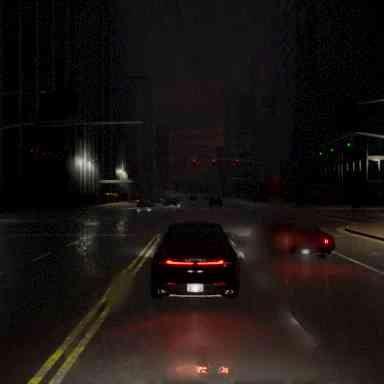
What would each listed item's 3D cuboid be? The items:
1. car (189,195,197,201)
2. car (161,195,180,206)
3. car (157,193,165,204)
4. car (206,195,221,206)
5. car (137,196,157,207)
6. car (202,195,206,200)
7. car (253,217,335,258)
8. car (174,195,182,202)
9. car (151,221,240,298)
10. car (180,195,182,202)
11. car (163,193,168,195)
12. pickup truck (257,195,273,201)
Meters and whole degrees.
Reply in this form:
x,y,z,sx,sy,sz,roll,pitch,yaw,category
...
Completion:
x,y,z,sx,sy,sz,roll,pitch,yaw,category
0.243,1.486,80.031,1.837,1.490,4.892,0,0,0,car
-3.417,1.563,53.951,1.994,1.385,4.181,0,0,0,car
-6.857,1.505,63.592,1.837,1.490,4.892,0,0,1,car
3.765,1.476,54.821,1.882,1.535,5.008,0,0,0,car
-6.939,1.351,49.977,2.097,1.767,4.553,0,0,0,car
3.772,1.551,89.189,1.994,1.385,4.181,0,0,0,car
3.619,1.601,12.758,1.895,1.301,4.718,0,0,0,car
-3.262,1.476,78.361,1.882,1.535,5.008,0,0,0,car
0.084,1.505,8.502,1.837,1.490,4.892,0,0,1,car
-3.325,1.600,66.143,1.895,1.301,4.718,0,0,1,car
-6.762,1.224,78.342,2.150,2.045,5.566,0,0,0,car
16.851,1.057,75.811,2.390,2.098,6.274,0,0,31,pickup truck
